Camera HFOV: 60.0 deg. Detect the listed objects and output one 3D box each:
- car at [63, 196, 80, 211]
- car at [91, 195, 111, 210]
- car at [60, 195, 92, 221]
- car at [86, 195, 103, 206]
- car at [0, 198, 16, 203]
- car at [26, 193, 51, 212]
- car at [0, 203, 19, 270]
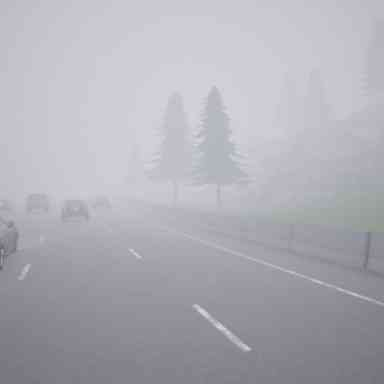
[{"bbox_3d":[-14.796,1.368,40.776,1.882,1.535,5.008,0,1,-21],"label":"car"},{"bbox_3d":[-11.547,1.221,42.076,2.097,1.767,4.553,0,1,-21],"label":"car"},{"bbox_3d":[-9.997,1.366,28.241,2.097,1.767,4.553,0,0,-21],"label":"car"},{"bbox_3d":[-15.231,1.211,51.688,2.128,1.511,4.902,0,1,-21],"label":"car"},{"bbox_3d":[-20.718,1.455,36.667,1.837,1.490,4.892,0,1,-21],"label":"car"},{"bbox_3d":[-17.338,1.158,37.624,2.150,2.045,5.566,0,1,-21],"label":"car"},{"bbox_3d":[-7.126,1.424,10.985,2.097,1.767,4.553,0,0,-21],"label":"car"}]
